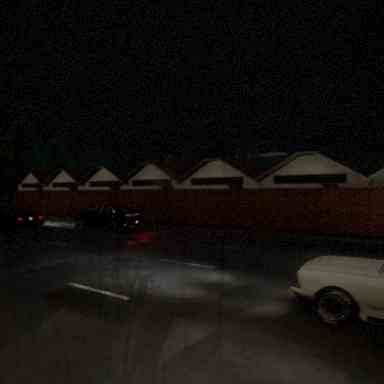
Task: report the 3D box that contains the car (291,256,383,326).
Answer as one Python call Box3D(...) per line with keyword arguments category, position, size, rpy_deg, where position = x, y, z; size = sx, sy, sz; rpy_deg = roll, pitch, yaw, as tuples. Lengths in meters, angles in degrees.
Box3D(category="car", position=(4.153, 1.600, 5.424), size=(4.718, 1.301, 1.895), rpy_deg=(0, 0, 35))

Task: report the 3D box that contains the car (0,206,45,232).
Box3D(category="car", position=(-11.339, 1.583, 20.609), size=(5.357, 1.411, 2.033), rpy_deg=(0, 0, 35))

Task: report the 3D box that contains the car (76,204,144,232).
Box3D(category="car", position=(-5.148, 1.519, 20.530), size=(4.902, 1.511, 2.128), rpy_deg=(0, 0, 35))
